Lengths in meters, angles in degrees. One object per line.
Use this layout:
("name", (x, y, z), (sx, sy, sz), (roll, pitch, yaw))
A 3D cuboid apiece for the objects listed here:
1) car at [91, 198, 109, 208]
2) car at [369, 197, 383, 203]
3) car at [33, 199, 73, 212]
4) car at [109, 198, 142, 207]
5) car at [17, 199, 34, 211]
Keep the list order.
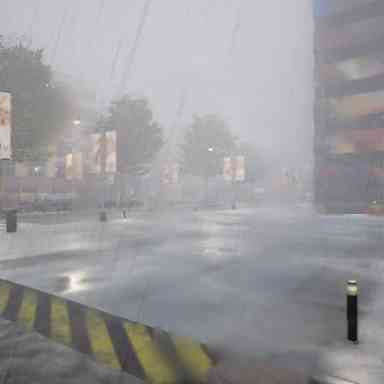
("car", (-13.251, 1.661, 50.675), (1.994, 1.385, 4.181), (0, 0, 36))
("car", (24.848, 1.454, 44.785), (2.161, 1.482, 4.786), (0, 0, 36))
("car", (-16.401, 1.650, 40.332), (1.994, 1.385, 4.181), (0, 0, 36))
("car", (-9.562, 1.618, 49.794), (1.812, 1.442, 4.674), (0, 0, 36))
("car", (-19.516, 1.584, 41.979), (2.128, 1.511, 4.902), (0, 0, 36))
